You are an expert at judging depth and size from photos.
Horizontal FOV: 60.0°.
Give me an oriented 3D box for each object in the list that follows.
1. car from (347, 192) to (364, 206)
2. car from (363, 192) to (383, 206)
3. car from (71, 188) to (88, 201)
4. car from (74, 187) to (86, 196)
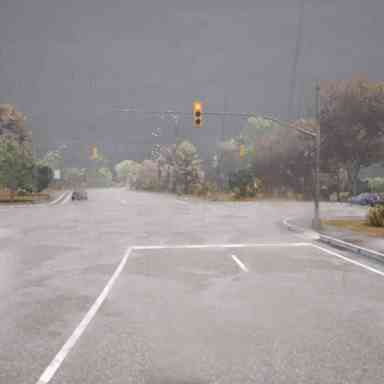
[{"bbox_3d":[20.981,0.817,39.807,4.553,1.767,2.097,2,1,-16],"label":"car"},{"bbox_3d":[22.248,0.804,36.527,5.566,2.045,2.150,2,1,-16],"label":"car"},{"bbox_3d":[-14.790,0.418,43.859,1.994,1.385,4.181,-1,2,-18],"label":"car"},{"bbox_3d":[-20.889,-0.129,61.962,1.994,1.385,4.181,-1,2,-19],"label":"car"}]
